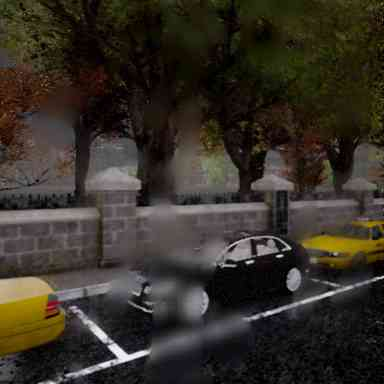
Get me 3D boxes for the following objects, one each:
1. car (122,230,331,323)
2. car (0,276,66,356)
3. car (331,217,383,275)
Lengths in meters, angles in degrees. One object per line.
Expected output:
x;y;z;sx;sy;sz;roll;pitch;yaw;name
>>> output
0.700;1.529;7.062;4.403;1.369;2.008;0;0;-36;car
-4.020;1.531;3.692;4.829;1.417;1.752;0;0;-36;car
5.144;1.479;10.236;4.829;1.417;1.752;0;0;-36;car
